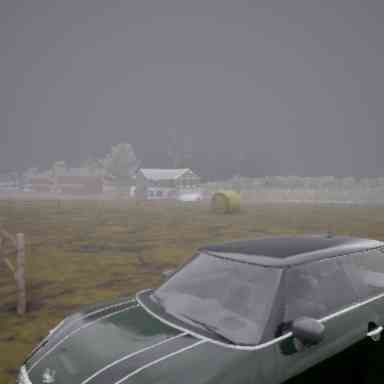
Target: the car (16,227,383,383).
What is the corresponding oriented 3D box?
[{"bbox_3d":[0.655,1.342,3.539,4.553,1.767,2.097,0,0,-35],"label":"car"}]
